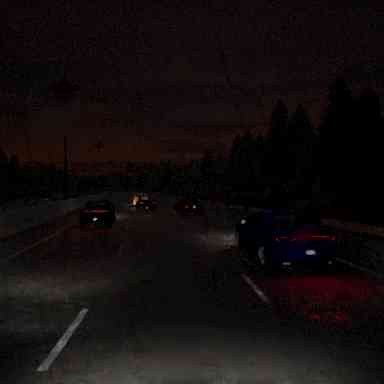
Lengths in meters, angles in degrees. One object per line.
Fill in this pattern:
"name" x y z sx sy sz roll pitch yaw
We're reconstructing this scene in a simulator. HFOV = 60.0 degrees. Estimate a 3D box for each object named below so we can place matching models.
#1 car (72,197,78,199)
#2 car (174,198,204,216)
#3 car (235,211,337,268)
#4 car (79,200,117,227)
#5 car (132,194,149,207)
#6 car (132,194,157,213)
"car" -20.222 1.025 56.034 1.895 1.301 4.718 0 1 -11
"car" -0.318 1.248 29.247 2.033 1.411 5.357 0 1 -11
"car" 2.779 1.365 10.958 1.882 1.535 5.008 0 1 -6
"car" -5.860 1.277 20.972 2.128 1.511 4.902 0 1 -10
"car" -6.829 1.030 43.699 1.882 1.535 5.008 0 0 -11
"car" -4.496 1.162 32.164 2.128 1.511 4.902 0 1 -11
